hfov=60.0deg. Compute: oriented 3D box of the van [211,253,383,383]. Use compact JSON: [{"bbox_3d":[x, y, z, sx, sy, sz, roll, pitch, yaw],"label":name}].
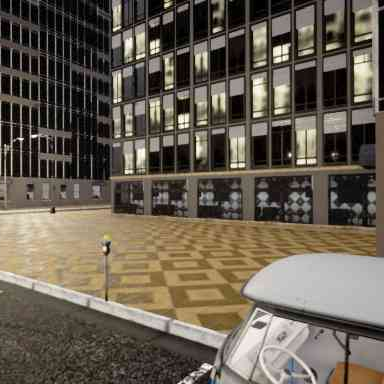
[{"bbox_3d":[1.908,1.341,1.517,3.998,1.788,1.690,0,0,35],"label":"van"}]
